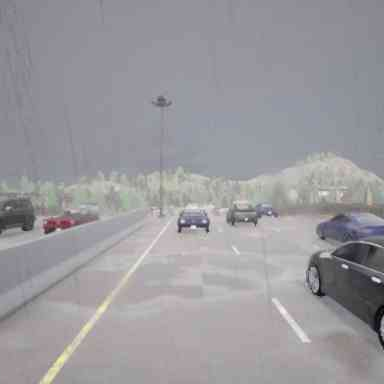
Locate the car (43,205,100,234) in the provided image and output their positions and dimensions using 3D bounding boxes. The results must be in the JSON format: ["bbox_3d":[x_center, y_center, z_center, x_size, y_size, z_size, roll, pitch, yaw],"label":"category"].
[{"bbox_3d":[-7.111,1.709,19.898,1.895,1.301,4.718,0,0,0],"label":"car"}]

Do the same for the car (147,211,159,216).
[{"bbox_3d":[-7.055,4.398,62.175,2.097,1.767,4.553,0,-8,1],"label":"car"}]

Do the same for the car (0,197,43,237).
[{"bbox_3d":[-10.610,1.319,18.094,2.150,2.045,5.566,0,0,0],"label":"car"}]

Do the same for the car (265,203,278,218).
[{"bbox_3d":[7.082,1.799,32.553,1.812,1.442,4.674,0,-2,0],"label":"car"}]

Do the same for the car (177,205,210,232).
[{"bbox_3d":[0.088,1.716,21.089,1.895,1.301,4.718,0,0,0],"label":"car"}]

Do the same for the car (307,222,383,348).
[{"bbox_3d":[3.599,1.538,5.882,1.837,1.490,4.892,0,0,0],"label":"car"}]

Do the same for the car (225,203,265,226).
[{"bbox_3d":[3.586,1.624,24.412,2.128,1.511,4.902,0,0,0],"label":"car"}]

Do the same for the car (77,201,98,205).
[{"bbox_3d":[-14.099,2.235,44.923,2.150,2.045,5.566,0,-5,0],"label":"car"}]

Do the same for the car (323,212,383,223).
[{"bbox_3d":[7.092,1.606,14.583,1.812,1.442,4.674,0,0,0],"label":"car"}]
